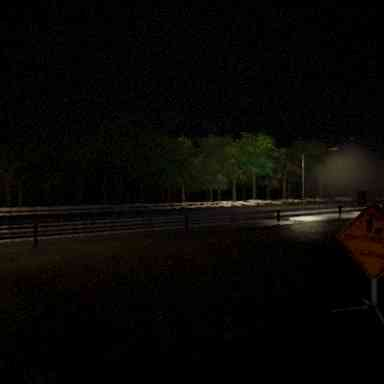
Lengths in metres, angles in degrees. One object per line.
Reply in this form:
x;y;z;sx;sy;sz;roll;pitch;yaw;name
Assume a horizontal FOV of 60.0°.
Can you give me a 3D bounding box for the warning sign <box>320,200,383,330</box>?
3.001;1.077;5.461;1.060;1.860;1.300;-1;0;-36;warning sign
